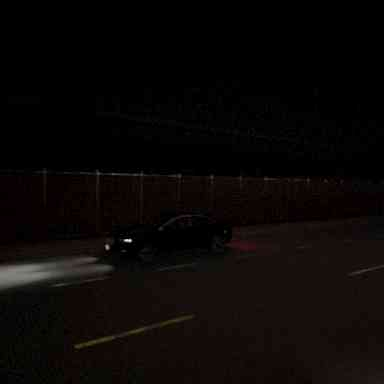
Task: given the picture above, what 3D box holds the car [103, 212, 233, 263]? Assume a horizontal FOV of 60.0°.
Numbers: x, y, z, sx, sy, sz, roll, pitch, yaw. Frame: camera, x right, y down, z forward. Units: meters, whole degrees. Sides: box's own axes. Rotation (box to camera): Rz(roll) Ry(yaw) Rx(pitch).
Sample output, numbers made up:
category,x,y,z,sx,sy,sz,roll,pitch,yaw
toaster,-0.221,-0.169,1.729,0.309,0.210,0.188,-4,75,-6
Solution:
category,x,y,z,sx,sy,sz,roll,pitch,yaw
car,-0.705,1.492,12.069,4.902,1.511,2.128,0,0,-35
